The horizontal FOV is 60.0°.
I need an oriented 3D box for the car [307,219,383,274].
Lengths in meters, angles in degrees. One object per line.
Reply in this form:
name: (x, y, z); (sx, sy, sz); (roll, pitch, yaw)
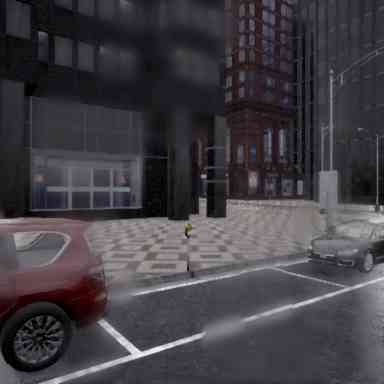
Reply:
car: (5.434, 1.551, 10.524); (4.403, 1.369, 2.008); (0, 0, -36)

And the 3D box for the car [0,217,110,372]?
car: (-3.541, 1.314, 4.121); (5.009, 1.841, 2.192); (0, 0, -36)
